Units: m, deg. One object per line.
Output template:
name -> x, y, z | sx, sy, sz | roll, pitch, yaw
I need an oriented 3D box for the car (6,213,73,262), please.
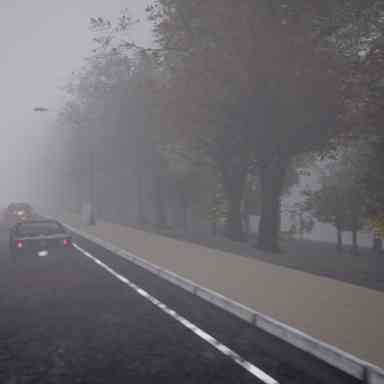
car -> -5.915, 1.720, 12.725 | 1.895, 1.301, 4.718 | 0, 0, -29

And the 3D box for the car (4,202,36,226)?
car -> -13.415, 1.606, 25.907 | 2.097, 1.767, 4.553 | 0, 0, -29
